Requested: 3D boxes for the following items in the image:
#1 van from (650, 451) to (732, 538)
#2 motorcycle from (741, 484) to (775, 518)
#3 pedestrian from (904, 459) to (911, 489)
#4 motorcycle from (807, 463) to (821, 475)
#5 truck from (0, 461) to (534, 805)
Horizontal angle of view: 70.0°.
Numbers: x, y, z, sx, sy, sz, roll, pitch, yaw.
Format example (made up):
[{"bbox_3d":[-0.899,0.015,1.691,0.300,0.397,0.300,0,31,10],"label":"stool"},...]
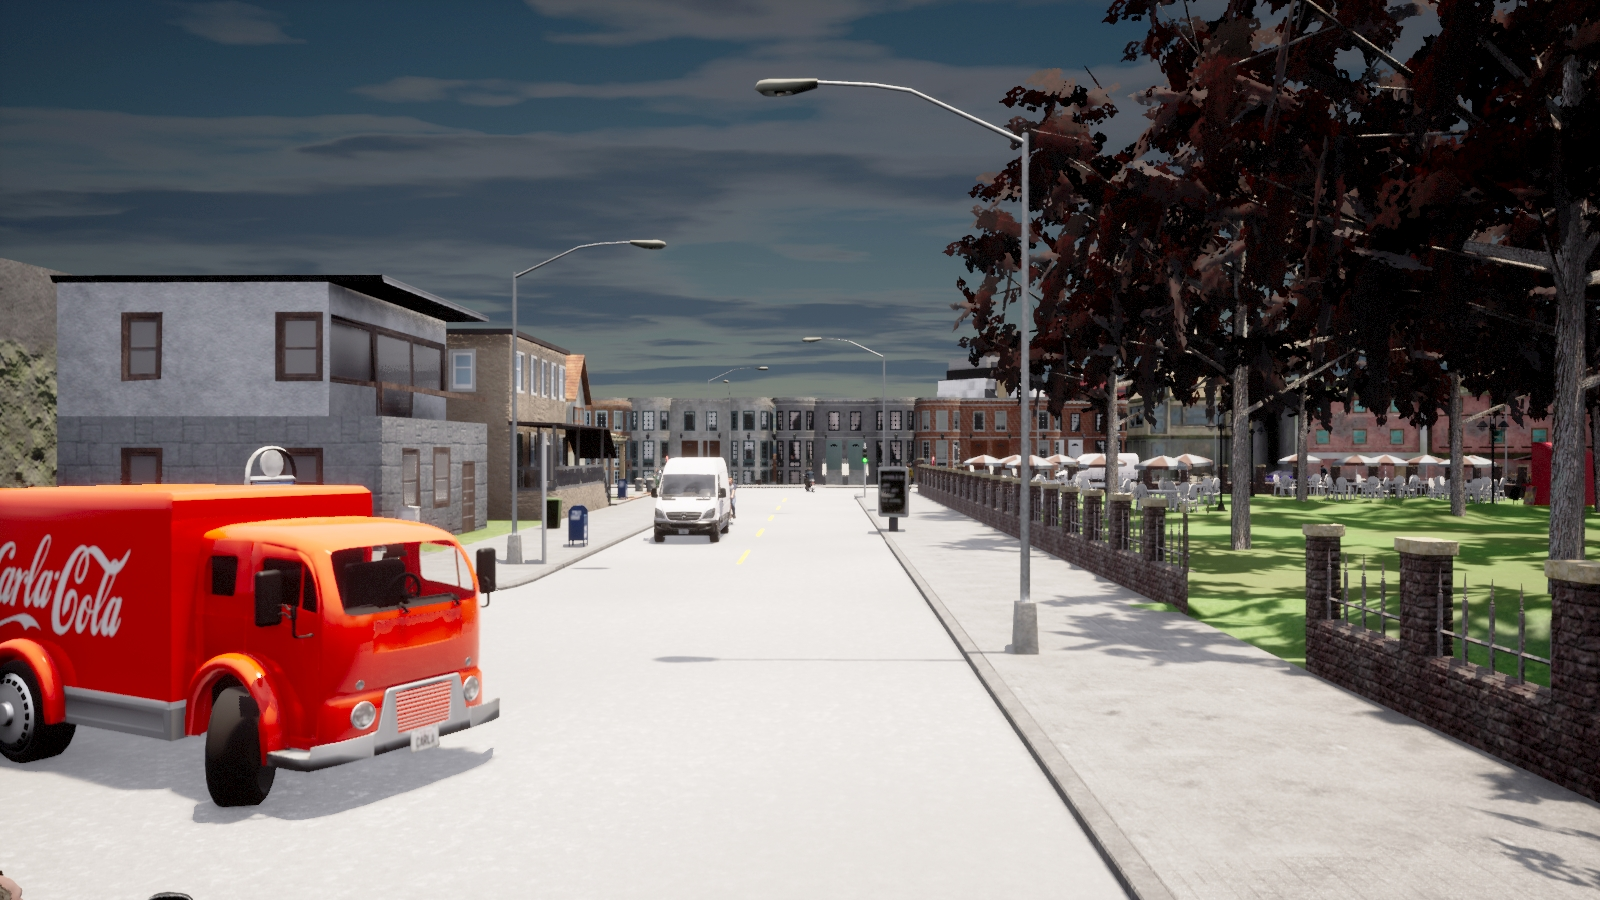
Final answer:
[{"bbox_3d":[-3.393,1.314,36.728,1.988,2.561,5.915,0,0,1],"label":"van"},{"bbox_3d":[-1.677,1.985,45.065,0.867,1.251,2.209,0,0,-15],"label":"motorcycle"},{"bbox_3d":[6.827,1.516,72.560,0.375,1.860,0.375,0,0,24],"label":"pedestrian"},{"bbox_3d":[1.450,1.962,117.726,0.856,1.236,1.805,-2,0,-16],"label":"motorcycle"},{"bbox_3d":[-5.386,1.350,10.704,5.204,2.467,2.627,0,0,29],"label":"truck"}]
